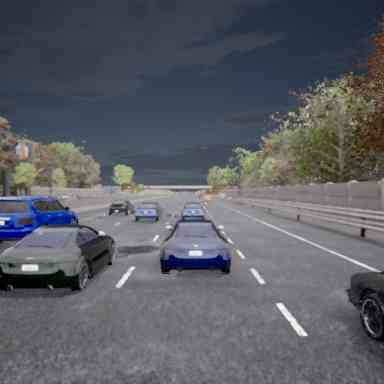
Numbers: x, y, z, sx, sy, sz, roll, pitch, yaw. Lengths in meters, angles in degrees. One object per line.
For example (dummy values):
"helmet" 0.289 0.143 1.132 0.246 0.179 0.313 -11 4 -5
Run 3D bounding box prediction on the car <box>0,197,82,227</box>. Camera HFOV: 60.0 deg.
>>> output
"car" -6.904 1.218 14.710 2.150 2.045 5.566 0 0 0

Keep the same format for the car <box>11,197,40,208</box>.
"car" -24.573 1.511 49.239 1.837 1.490 4.892 0 0 0

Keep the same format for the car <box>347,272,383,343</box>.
"car" 3.568 1.487 3.385 2.033 1.411 5.357 0 0 2

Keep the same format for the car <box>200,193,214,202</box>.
"car" 3.480 1.492 76.076 1.882 1.535 5.008 0 0 0

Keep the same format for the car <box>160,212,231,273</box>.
"car" 0.098 1.561 10.671 1.994 1.385 4.181 0 0 0

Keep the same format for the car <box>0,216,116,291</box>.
"car" -3.401 1.561 8.989 1.994 1.385 4.181 0 0 0

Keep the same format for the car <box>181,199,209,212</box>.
"car" 0.091 1.547 27.342 2.033 1.411 5.357 0 0 0

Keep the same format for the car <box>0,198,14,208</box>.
"car" -28.071 1.607 48.383 1.895 1.301 4.718 0 0 0

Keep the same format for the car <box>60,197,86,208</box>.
"car" -17.576 1.554 49.432 2.033 1.411 5.357 0 0 0

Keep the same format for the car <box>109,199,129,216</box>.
"car" -6.908 1.506 32.994 1.837 1.490 4.892 0 0 0

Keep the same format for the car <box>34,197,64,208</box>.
"car" -21.072 1.554 49.323 2.033 1.411 5.357 0 0 1

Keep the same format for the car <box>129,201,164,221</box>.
"car" -3.405 1.547 26.969 2.033 1.411 5.357 0 0 0
